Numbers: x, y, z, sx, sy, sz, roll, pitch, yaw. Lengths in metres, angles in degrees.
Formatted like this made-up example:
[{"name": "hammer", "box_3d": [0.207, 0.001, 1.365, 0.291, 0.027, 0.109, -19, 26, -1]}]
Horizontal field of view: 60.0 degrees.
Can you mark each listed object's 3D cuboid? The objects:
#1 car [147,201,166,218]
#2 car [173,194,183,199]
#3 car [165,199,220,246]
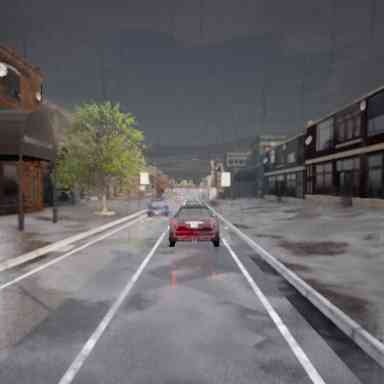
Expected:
[{"name": "car", "box_3d": [-3.096, 1.610, 31.688, 1.812, 1.442, 4.674, 0, 0, 0]}, {"name": "car", "box_3d": [-3.021, 1.183, 73.201, 2.097, 1.767, 4.553, 0, 0, 0]}, {"name": "car", "box_3d": [0.097, 1.380, 15.432, 2.097, 1.767, 4.553, 0, 0, 0]}]
